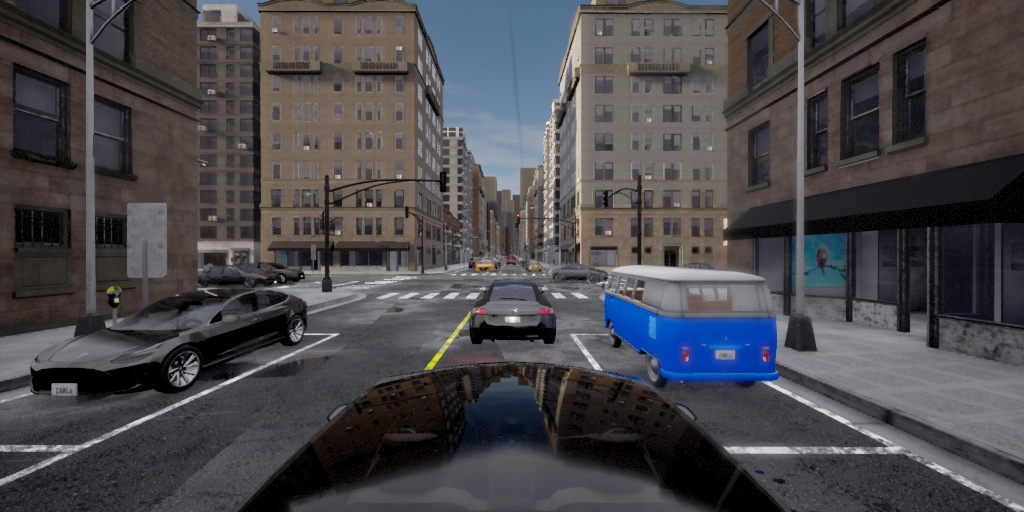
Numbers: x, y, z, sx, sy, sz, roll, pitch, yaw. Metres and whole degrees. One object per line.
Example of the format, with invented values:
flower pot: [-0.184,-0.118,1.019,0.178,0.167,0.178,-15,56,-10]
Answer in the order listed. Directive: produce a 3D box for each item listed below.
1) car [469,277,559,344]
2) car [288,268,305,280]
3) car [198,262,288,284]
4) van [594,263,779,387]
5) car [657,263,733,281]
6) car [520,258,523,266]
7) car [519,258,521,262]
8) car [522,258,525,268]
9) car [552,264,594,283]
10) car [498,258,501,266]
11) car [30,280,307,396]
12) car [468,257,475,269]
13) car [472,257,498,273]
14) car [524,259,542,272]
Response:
car: [0.042,1.314,9.592,1.994,1.385,4.181,0,0,1]
car: [-17.871,1.230,26.347,4.892,1.490,1.837,0,0,0]
car: [-17.901,1.281,23.095,5.357,1.411,2.033,0,0,0]
van: [2.882,1.090,6.669,1.690,1.789,3.998,0,0,0]
car: [15.220,1.289,29.987,5.357,1.411,2.033,0,0,0]
car: [2.823,1.286,56.911,2.007,1.370,4.403,0,0,0]
car: [2.780,1.297,62.437,1.948,1.339,4.313,0,0,0]
car: [2.866,1.178,51.385,1.967,1.591,4.097,0,0,0]
car: [5.170,1.317,27.453,4.181,1.385,1.994,0,0,24]
car: [-3.117,1.336,56.056,1.895,1.301,4.718,0,0,0]
car: [-5.643,1.315,6.710,1.948,1.339,4.313,0,0,0]
car: [-5.702,1.050,56.845,2.192,1.841,5.009,0,0,0]
car: [-3.123,1.220,42.633,1.882,1.535,5.008,0,0,2]
car: [2.908,1.267,46.029,1.751,1.417,4.829,0,0,0]
